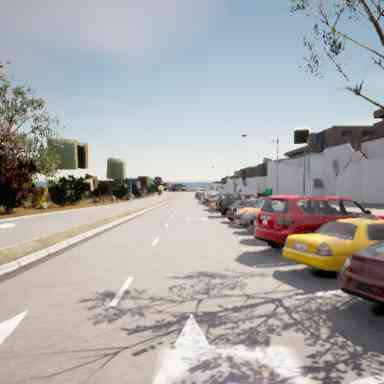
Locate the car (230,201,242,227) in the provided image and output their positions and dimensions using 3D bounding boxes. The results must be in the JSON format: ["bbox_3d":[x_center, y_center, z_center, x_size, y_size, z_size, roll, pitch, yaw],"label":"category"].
[{"bbox_3d":[4.945,1.440,18.361,4.892,1.521,2.231,1,0,-21],"label":"car"}]

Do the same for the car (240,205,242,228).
[{"bbox_3d":[4.992,1.465,15.377,4.792,1.488,2.163,1,0,-21],"label":"car"}]

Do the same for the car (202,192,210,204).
[{"bbox_3d":[4.683,1.289,42.353,5.566,2.045,2.435,1,0,-21],"label":"car"}]

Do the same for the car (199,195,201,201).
[{"bbox_3d":[4.523,1.710,63.395,4.792,1.488,2.163,1,0,-21],"label":"car"}]

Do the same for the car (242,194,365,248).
[{"bbox_3d":[5.024,1.184,12.374,5.566,2.045,2.435,1,0,-21],"label":"car"}]

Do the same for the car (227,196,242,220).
[{"bbox_3d":[4.942,1.318,21.372,4.553,1.767,2.185,1,0,-21],"label":"car"}]

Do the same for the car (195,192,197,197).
[{"bbox_3d":[4.358,1.426,75.374,5.566,2.045,2.435,1,1,-21],"label":"car"}]

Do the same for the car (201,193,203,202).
[{"bbox_3d":[4.588,1.529,57.382,4.553,1.767,2.185,1,0,-21],"label":"car"}]

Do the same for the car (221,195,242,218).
[{"bbox_3d":[4.850,1.323,24.357,4.553,1.767,2.185,1,0,-21],"label":"car"}]

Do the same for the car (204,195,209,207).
[{"bbox_3d":[4.559,1.512,39.298,5.366,1.575,1.946,1,0,-21],"label":"car"}]

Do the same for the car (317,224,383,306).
[{"bbox_3d":[5.038,1.473,6.357,4.674,1.452,2.002,1,0,-20],"label":"car"}]

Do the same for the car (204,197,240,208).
[{"bbox_3d":[4.608,1.612,51.371,5.008,1.535,2.097,1,-1,-21],"label":"car"}]

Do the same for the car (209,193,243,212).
[{"bbox_3d":[4.848,1.218,30.384,5.566,2.045,2.435,1,-1,-21],"label":"car"}]

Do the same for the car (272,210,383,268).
[{"bbox_3d":[5.195,1.433,9.425,5.366,1.575,1.946,1,0,-21],"label":"car"}]

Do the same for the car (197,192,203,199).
[{"bbox_3d":[4.497,1.436,66.395,5.566,2.045,2.435,1,0,-21],"label":"car"}]
